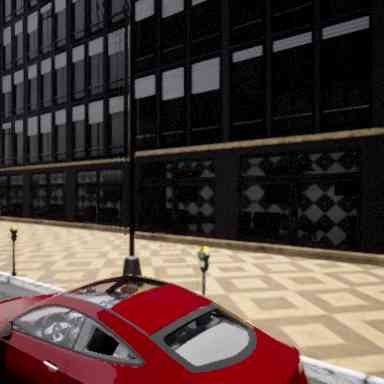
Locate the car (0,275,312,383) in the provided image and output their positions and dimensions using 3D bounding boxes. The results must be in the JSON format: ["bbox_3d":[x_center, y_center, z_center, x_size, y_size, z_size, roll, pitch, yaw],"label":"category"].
[{"bbox_3d":[-0.913,1.590,3.525,4.206,1.307,1.802,0,0,36],"label":"car"}]
